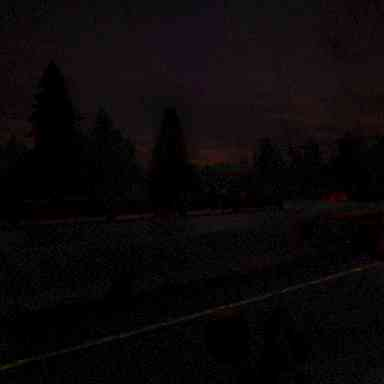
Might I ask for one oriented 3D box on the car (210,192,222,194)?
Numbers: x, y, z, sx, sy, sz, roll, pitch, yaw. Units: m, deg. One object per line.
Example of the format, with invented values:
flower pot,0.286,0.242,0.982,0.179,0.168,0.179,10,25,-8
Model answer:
car,2.214,0.698,58.661,2.150,2.045,5.566,-1,0,-35
